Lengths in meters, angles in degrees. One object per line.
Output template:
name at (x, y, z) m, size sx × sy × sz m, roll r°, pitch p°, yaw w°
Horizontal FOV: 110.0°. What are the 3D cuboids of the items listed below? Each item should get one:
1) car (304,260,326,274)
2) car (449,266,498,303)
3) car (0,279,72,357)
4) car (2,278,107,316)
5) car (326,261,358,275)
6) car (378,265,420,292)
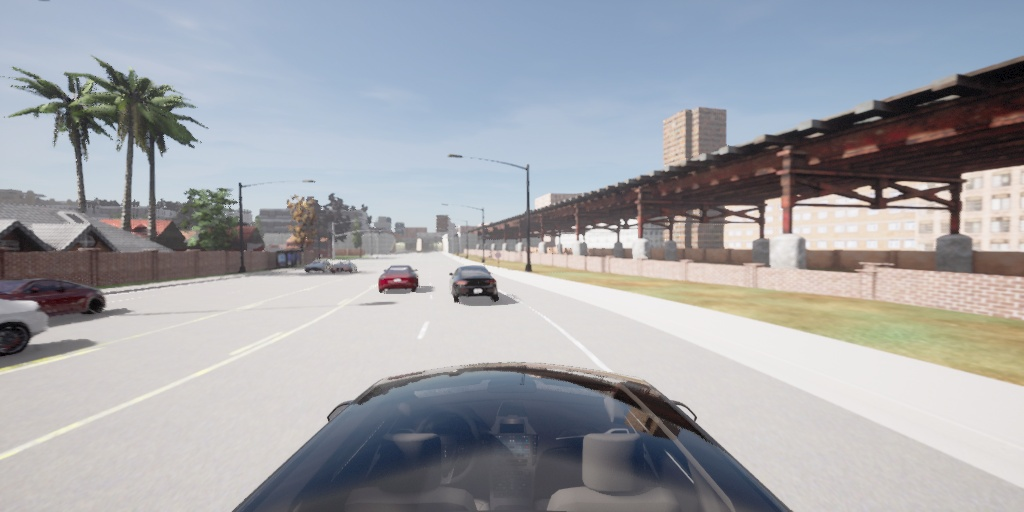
car at (-21.986, 1.202, 41.115) m, size 2.033 × 1.411 × 5.357 m, roll -1°, pitch 1°, yaw -12°
car at (-1.779, 1.150, 15.925) m, size 1.812 × 1.442 × 4.674 m, roll -1°, pitch 1°, yaw -12°
car at (-10.935, 1.344, 5.920) m, size 1.812 × 1.442 × 4.674 m, roll -1°, pitch 0°, yaw -7°
car at (-15.252, 1.403, 11.016) m, size 1.994 × 1.385 × 4.181 m, roll -1°, pitch 0°, yaw -11°
car at (-17.731, 1.196, 37.994) m, size 1.994 × 1.385 × 4.181 m, roll -1°, pitch 0°, yaw -13°
car at (-6.332, 1.208, 20.351) m, size 1.994 × 1.385 × 4.181 m, roll -1°, pitch 1°, yaw -13°
